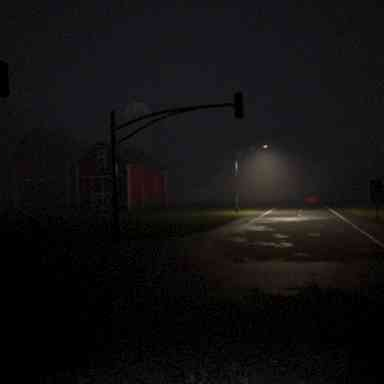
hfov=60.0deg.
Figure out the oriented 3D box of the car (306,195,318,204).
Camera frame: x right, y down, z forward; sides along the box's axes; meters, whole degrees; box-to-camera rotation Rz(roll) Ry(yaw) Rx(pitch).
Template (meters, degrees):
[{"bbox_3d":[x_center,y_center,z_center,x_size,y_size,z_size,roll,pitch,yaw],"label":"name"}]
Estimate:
[{"bbox_3d":[23.149,1.294,64.489,2.097,1.767,4.553,-1,0,19],"label":"car"}]
